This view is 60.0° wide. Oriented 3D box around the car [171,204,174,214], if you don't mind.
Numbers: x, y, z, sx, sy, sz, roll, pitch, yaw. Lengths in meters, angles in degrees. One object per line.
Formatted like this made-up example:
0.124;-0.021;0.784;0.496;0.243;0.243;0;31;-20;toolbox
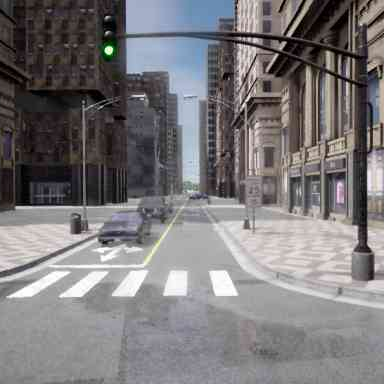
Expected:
-3.087;1.684;37.051;1.812;1.442;4.674;0;0;0;car

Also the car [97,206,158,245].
-3.107;1.643;16.501;2.033;1.411;5.357;0;0;0;car

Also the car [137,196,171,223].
-3.105;1.348;26.720;2.150;2.045;5.566;0;0;-1;car
